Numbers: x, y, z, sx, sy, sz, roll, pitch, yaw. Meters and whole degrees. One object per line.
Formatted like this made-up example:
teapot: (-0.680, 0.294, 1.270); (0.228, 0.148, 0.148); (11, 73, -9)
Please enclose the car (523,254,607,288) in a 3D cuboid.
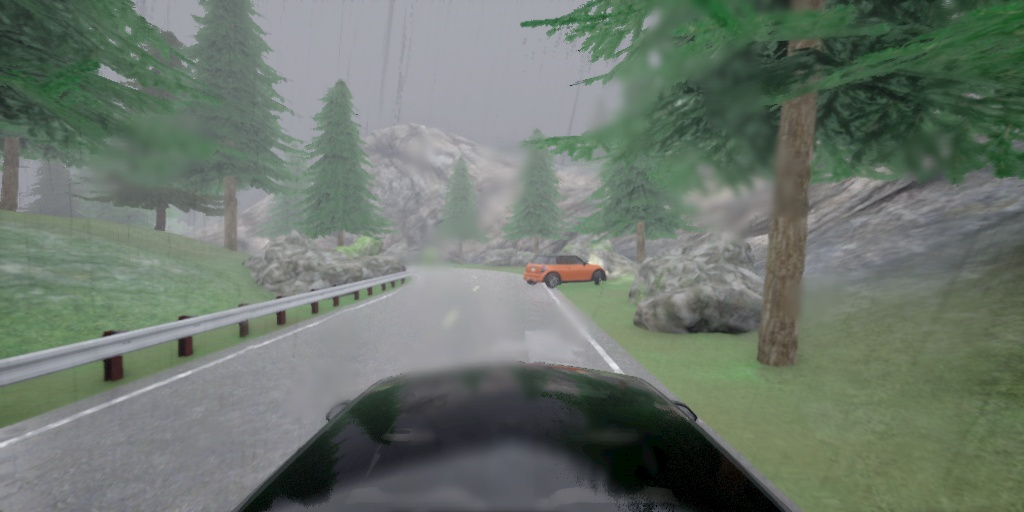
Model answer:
car: (2.945, 0.670, 19.385); (4.553, 1.767, 2.097); (-1, 2, -29)
